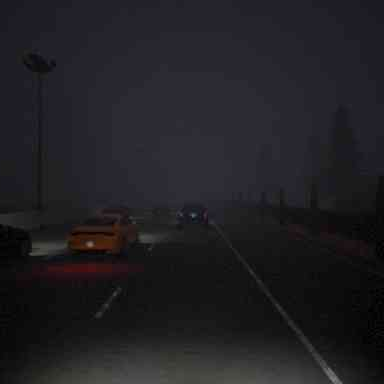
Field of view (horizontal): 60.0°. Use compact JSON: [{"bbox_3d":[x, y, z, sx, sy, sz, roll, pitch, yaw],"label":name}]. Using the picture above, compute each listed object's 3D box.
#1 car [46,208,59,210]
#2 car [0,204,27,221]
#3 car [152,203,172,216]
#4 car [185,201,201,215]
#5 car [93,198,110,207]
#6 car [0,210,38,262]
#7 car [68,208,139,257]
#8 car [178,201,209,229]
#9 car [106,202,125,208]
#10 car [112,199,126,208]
[{"bbox_3d":[-14.099,1.881,30.026,1.994,1.385,4.181,0,-1,0],"label":"car"},{"bbox_3d":[-17.598,1.894,31.281,1.994,1.385,4.181,0,-1,0],"label":"car"},{"bbox_3d":[-3.415,1.920,37.384,1.812,1.442,4.674,0,-1,0],"label":"car"},{"bbox_3d":[0.097,1.915,41.451,1.882,1.535,5.008,0,0,0],"label":"car"},{"bbox_3d":[-17.637,2.041,65.062,2.097,1.767,4.553,0,-1,-2],"label":"car"},{"bbox_3d":[-6.901,1.461,10.289,2.097,1.767,4.553,0,-1,0],"label":"car"},{"bbox_3d":[-3.401,1.622,13.582,1.882,1.535,5.008,0,-1,0],"label":"car"},{"bbox_3d":[0.098,1.608,24.068,2.097,1.767,4.553,0,0,0],"label":"car"},{"bbox_3d":[-6.902,1.846,30.322,1.812,1.442,4.674,0,-1,0],"label":"car"},{"bbox_3d":[-14.118,2.205,64.520,1.812,1.442,4.674,0,0,-2],"label":"car"}]
